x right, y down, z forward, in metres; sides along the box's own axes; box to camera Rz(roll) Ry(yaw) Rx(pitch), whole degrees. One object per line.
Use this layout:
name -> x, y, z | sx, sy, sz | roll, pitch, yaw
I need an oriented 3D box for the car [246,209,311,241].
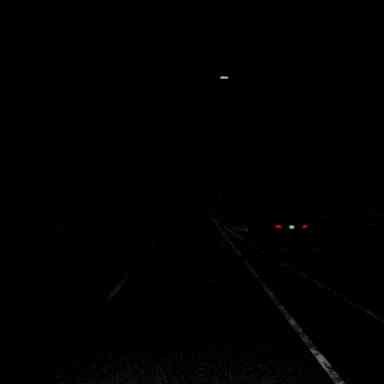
car -> 4.207, 1.590, 17.056 | 2.033, 1.411, 5.357 | 0, 0, -4
